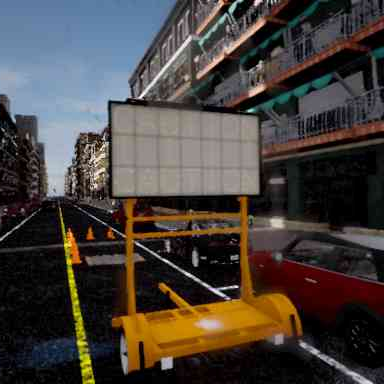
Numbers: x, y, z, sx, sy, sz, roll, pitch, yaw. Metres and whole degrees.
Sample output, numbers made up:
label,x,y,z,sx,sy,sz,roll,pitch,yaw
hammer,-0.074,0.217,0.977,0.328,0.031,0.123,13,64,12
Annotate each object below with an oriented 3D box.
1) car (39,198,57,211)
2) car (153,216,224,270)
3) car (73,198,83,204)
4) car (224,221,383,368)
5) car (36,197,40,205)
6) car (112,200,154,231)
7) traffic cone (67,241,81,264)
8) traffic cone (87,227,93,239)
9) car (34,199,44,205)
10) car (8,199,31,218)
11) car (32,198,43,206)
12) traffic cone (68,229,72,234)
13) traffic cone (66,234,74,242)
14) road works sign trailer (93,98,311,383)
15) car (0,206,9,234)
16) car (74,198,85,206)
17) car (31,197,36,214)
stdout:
label,x,y,z,sx,sy,sz,roll,pitch,yaw
car,-21.203,1.971,49.211,1.837,1.490,4.892,-1,0,-22
car,0.355,1.591,11.189,2.008,1.369,4.403,0,0,-22
car,-27.176,2.202,79.091,1.887,1.381,4.507,0,0,-22
car,2.471,1.432,5.967,1.967,1.590,4.097,0,0,-22
car,-30.710,1.964,65.501,2.192,1.841,5.009,0,0,-22
car,-3.883,1.453,21.637,2.192,1.841,5.009,0,0,-22
traffic cone,-3.878,2.049,11.085,0.340,0.580,0.340,-1,0,-22
traffic cone,-5.206,2.091,17.020,0.340,0.580,0.340,-1,0,-22
car,-34.943,2.286,75.946,1.887,1.381,4.507,0,0,-22
car,-18.003,1.806,34.161,1.967,1.590,4.097,0,0,-22
car,-32.826,2.135,70.722,1.967,1.590,4.097,0,0,-22
traffic cone,-5.381,2.084,14.791,0.340,0.580,0.340,-1,0,-22
traffic cone,-4.630,2.066,12.938,0.340,0.580,0.340,-1,0,-22
road works sign trailer,-0.085,0.485,5.082,2.380,3.560,2.880,-1,0,-22
car,-11.585,1.746,18.332,1.752,1.417,4.829,0,0,-22
car,-23.005,2.090,68.803,1.752,1.417,4.829,0,0,-22
car,-20.121,1.728,39.385,2.192,1.841,5.009,0,0,-22
